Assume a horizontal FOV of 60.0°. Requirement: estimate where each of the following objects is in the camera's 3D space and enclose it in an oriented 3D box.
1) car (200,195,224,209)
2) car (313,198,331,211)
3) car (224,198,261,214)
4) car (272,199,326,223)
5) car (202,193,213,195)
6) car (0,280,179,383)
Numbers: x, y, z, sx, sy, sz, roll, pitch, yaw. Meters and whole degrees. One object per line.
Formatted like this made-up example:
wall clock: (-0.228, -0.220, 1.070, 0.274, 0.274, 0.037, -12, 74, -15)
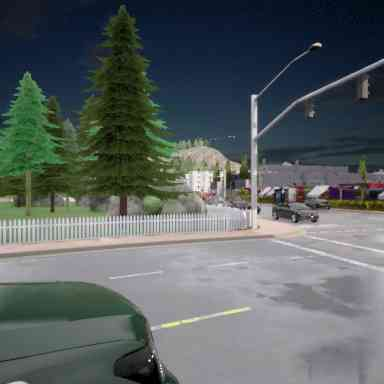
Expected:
car: (2.868, 1.547, 44.236, 2.128, 1.511, 4.902, 0, 0, -16)
car: (14.946, 1.560, 40.960, 1.837, 1.490, 4.892, 0, 0, -16)
car: (5.483, 1.656, 35.250, 1.895, 1.301, 4.718, 0, 0, -16)
car: (8.071, 1.560, 26.343, 1.837, 1.490, 4.892, 0, 0, -14)
car: (2.985, 1.277, 69.612, 2.150, 2.045, 5.566, 0, 0, -16)
car: (-2.744, 1.221, 1.679, 5.566, 2.045, 2.150, 0, 0, -36)
